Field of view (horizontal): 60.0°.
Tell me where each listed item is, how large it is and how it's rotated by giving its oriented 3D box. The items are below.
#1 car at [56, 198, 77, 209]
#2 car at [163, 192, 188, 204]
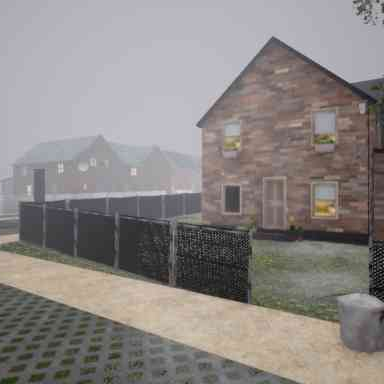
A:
[{"bbox_3d":[-9.400,1.161,24.794,1.994,1.385,4.181,0,1,34],"label":"car"},{"bbox_3d":[-1.310,0.778,36.925,1.812,1.442,4.674,0,1,34],"label":"car"}]
